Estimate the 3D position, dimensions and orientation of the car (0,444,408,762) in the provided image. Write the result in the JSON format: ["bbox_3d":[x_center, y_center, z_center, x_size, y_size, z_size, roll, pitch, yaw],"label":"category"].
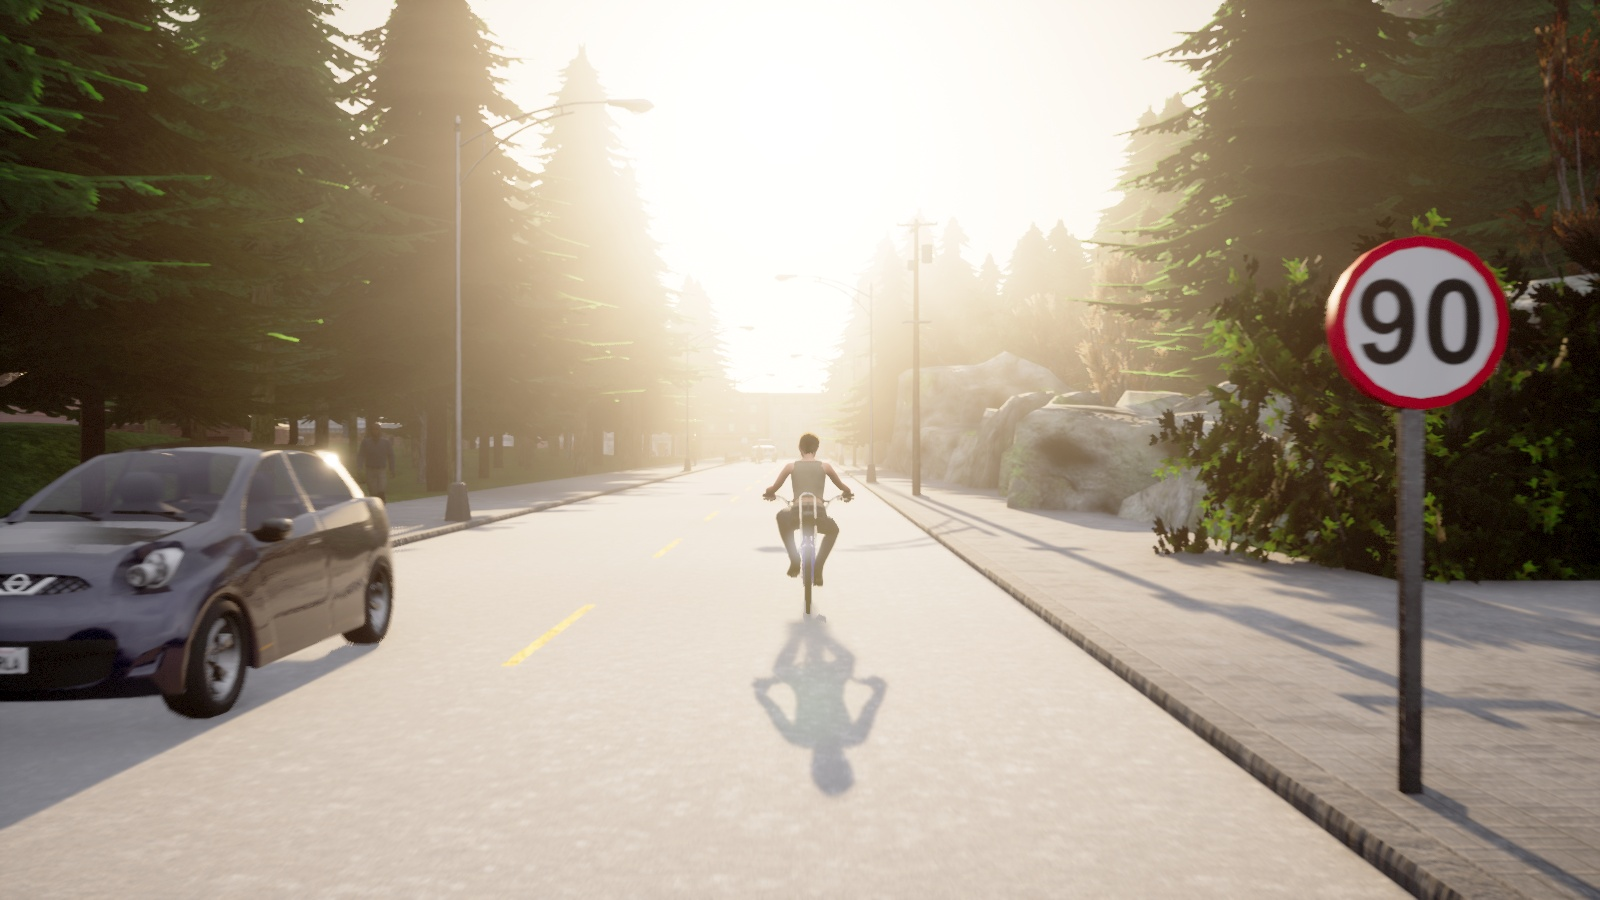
[{"bbox_3d":[-3.940,0.725,7.825,1.845,1.501,3.633,0,1,0],"label":"car"}]

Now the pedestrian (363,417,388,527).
[{"bbox_3d":[-7.252,0.366,21.471,0.370,1.835,0.726,0,0,-16],"label":"pedestrian"}]

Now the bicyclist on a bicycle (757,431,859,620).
[{"bbox_3d":[0.077,0.638,11.464,0.866,1.612,1.509,0,0,1],"label":"bicyclist on a bicycle"}]
